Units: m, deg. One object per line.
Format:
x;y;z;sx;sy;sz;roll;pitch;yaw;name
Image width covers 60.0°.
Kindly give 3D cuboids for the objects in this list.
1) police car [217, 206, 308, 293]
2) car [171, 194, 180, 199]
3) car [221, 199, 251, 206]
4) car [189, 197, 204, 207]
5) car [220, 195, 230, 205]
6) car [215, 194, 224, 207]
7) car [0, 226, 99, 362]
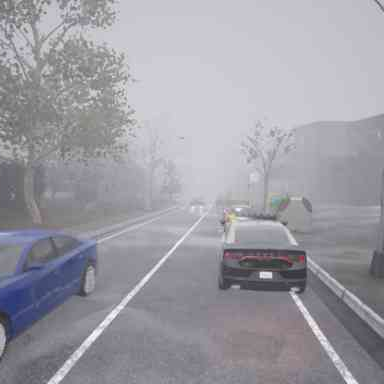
1.720;1.414;9.083;1.930;1.638;5.238;1;0;6;police car
-4.752;1.191;95.062;1.882;1.535;5.008;-2;0;-16;car
2.778;1.405;19.154;1.801;1.575;5.366;1;0;6;car
0.750;1.366;47.341;1.994;1.385;4.181;0;0;3;car
3.385;1.277;24.929;2.097;1.767;4.553;1;0;6;car
4.480;1.165;48.083;2.097;1.767;4.553;0;0;3;car
-3.216;1.438;5.722;1.882;1.535;5.008;0;0;5;car
